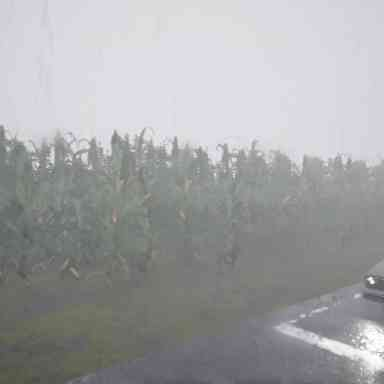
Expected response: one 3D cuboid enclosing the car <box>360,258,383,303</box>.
[{"bbox_3d":[5.804,1.568,7.335,5.357,1.411,2.033,0,-1,-38],"label":"car"}]
